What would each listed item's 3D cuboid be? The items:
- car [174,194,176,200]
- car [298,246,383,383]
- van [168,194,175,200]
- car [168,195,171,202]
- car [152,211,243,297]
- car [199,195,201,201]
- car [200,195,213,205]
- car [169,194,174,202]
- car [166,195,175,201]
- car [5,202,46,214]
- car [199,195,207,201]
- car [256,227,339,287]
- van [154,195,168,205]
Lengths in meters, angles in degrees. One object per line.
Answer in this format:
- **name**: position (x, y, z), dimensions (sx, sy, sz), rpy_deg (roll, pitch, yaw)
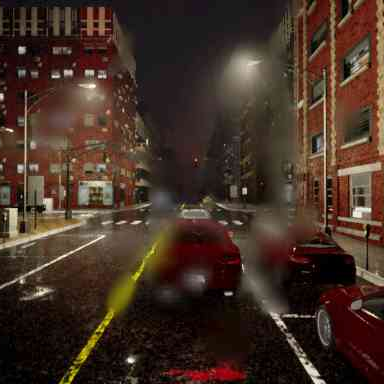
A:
- **car**: position (-5.557, 1.553, 80.712), dimensions (1.752, 1.417, 4.829), rpy_deg (1, 0, 0)
- **car**: position (2.672, 1.583, 3.311), dimensions (1.802, 1.307, 4.206), rpy_deg (1, 0, 0)
- **van**: position (-5.537, 1.376, 92.186), dimensions (1.690, 1.788, 3.998), rpy_deg (1, 0, 0)
- **car**: position (-5.583, 1.602, 63.925), dimensions (1.802, 1.307, 4.206), rpy_deg (1, 0, 0)
- **car**: position (0.111, 1.480, 8.649), dimensions (1.882, 1.535, 5.008), rpy_deg (0, 0, 0)
- **car**: position (2.823, 1.572, 80.831), dimensions (1.887, 1.381, 4.507), rpy_deg (1, 0, 0)
- **car**: position (2.789, 1.543, 58.391), dimensions (1.752, 1.417, 4.829), rpy_deg (1, 0, 0)
- **car**: position (-5.566, 1.607, 75.229), dimensions (1.802, 1.307, 4.206), rpy_deg (1, 0, 0)
- **car**: position (-5.549, 1.582, 86.534), dimensions (2.008, 1.369, 4.403), rpy_deg (1, 0, 0)
- **car**: position (-18.655, 1.730, 37.382), dimensions (4.313, 1.339, 1.947), rpy_deg (0, -1, 0)
- **car**: position (2.831, 1.597, 86.482), dimensions (1.947, 1.339, 4.313), rpy_deg (1, 0, 0)
- **car**: position (2.851, 1.584, 8.967), dimensions (1.802, 1.307, 4.206), rpy_deg (1, 0, 0)
- **van**: position (-5.588, 1.359, 58.273), dimensions (1.690, 1.788, 3.998), rpy_deg (1, 0, 0)
